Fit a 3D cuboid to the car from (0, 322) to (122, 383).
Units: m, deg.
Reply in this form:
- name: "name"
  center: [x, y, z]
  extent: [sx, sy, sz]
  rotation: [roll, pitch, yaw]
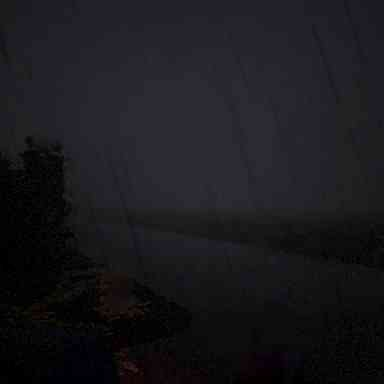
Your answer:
- name: "car"
  center: [-2.599, 1.546, 1.610]
  extent: [4.674, 1.442, 1.812]
  rotation: [1, -1, -32]
